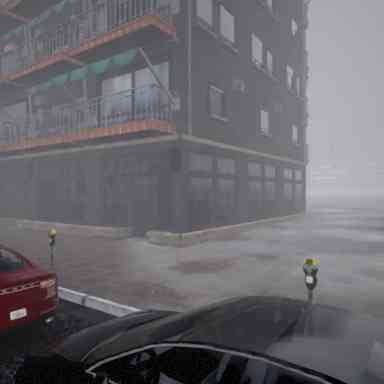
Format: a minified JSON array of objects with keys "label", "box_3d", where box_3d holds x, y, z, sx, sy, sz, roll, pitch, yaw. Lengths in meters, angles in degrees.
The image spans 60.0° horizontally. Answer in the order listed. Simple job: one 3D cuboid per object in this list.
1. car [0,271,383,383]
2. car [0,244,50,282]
[{"label":"car","box_3d":[0.383,1.566,2.602,4.313,1.339,1.947,0,0,36]},{"label":"car","box_3d":[-4.205,1.545,5.876,4.507,1.381,1.887,0,0,36]}]
